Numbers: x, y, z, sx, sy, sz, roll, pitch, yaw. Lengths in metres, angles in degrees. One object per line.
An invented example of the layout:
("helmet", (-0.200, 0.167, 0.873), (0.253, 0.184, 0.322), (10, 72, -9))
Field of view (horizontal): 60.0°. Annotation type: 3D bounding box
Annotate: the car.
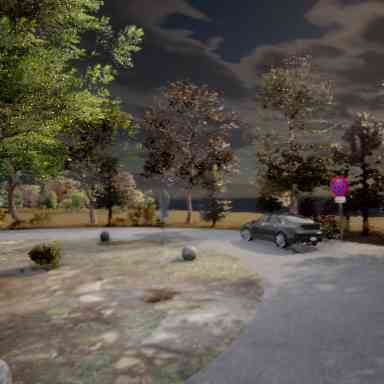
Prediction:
("car", (4.241, 1.807, 16.362), (1.837, 1.490, 4.892), (1, -2, -22))
